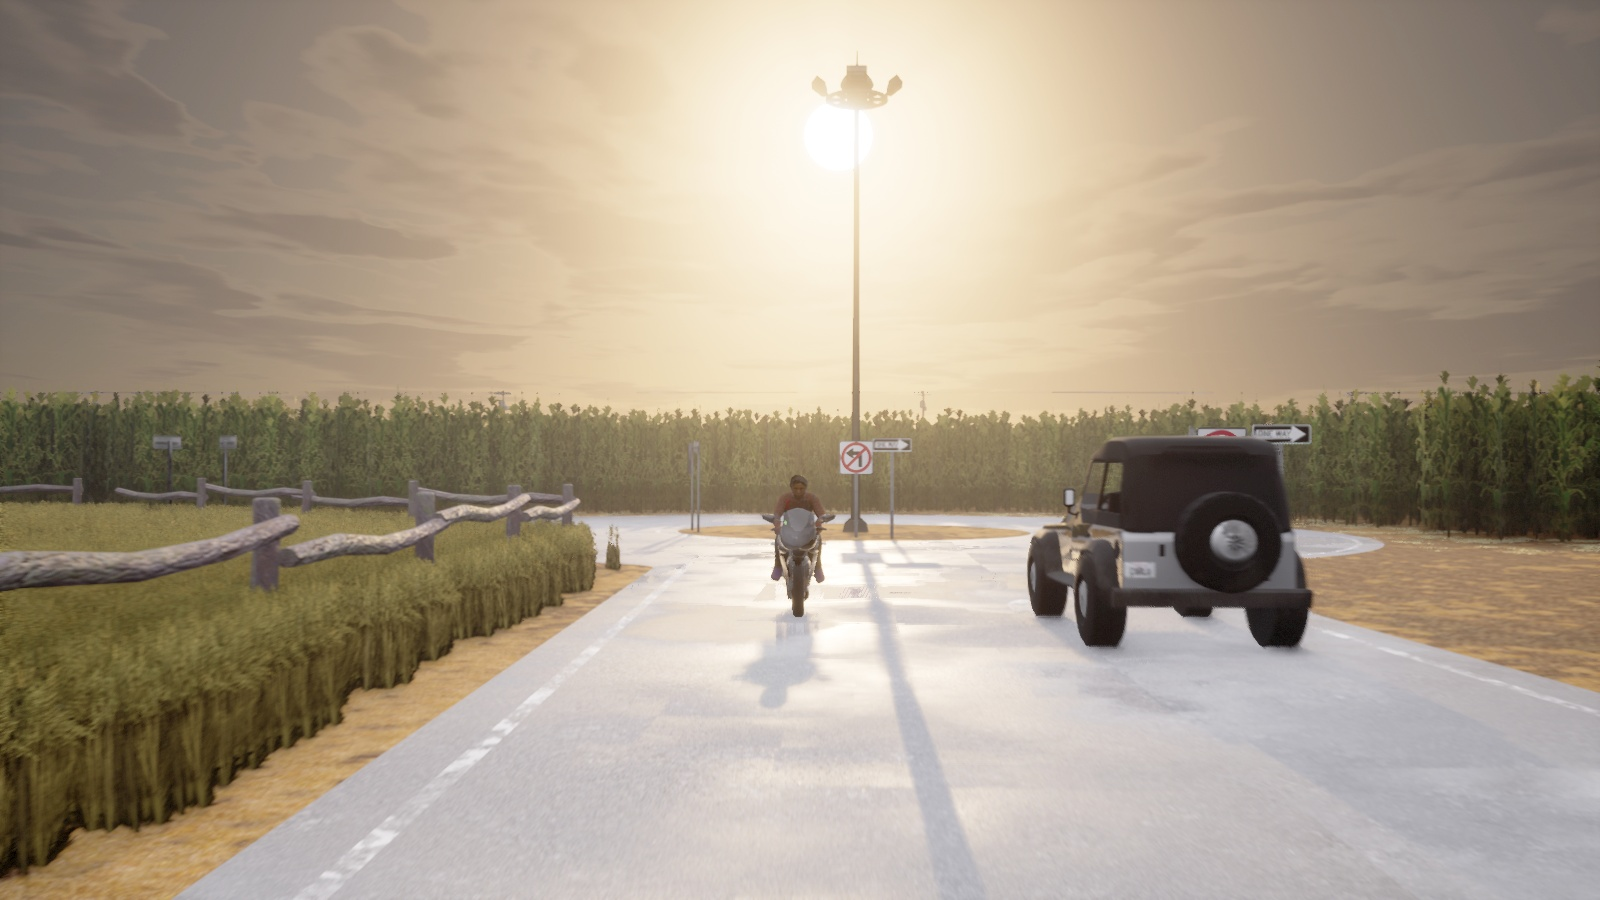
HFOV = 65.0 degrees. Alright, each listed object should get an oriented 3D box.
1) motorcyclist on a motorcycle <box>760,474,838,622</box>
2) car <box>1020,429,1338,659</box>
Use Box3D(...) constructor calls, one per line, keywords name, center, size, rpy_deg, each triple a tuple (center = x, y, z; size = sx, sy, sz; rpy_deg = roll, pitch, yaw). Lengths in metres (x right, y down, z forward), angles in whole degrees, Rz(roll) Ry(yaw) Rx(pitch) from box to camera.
Box3D(name="motorcyclist on a motorcycle", center=(-0.009, 1.031, 13.996), size=(0.797, 1.523, 2.044), rpy_deg=(0, -1, 0))
Box3D(name="car", center=(3.450, 0.802, 12.253), size=(1.905, 1.878, 3.866), rpy_deg=(0, -1, 0))
